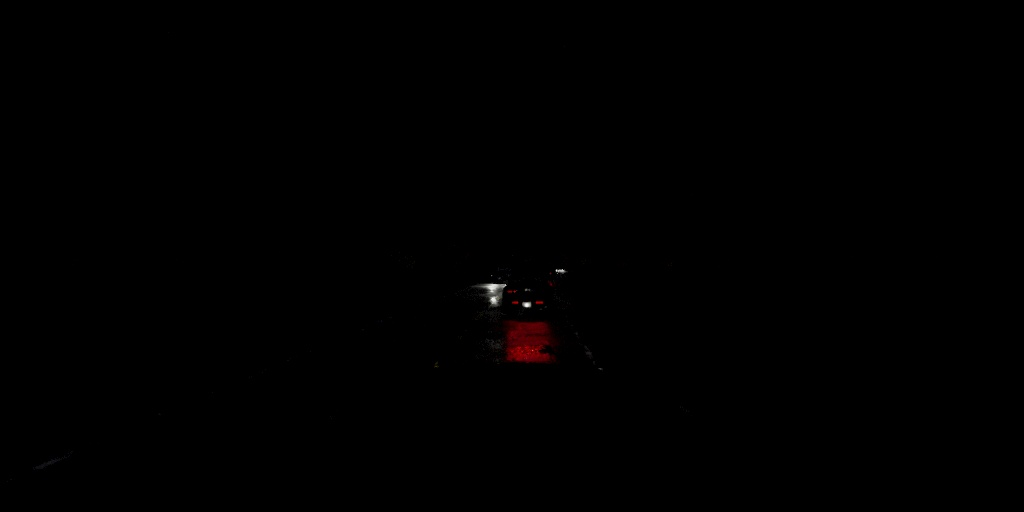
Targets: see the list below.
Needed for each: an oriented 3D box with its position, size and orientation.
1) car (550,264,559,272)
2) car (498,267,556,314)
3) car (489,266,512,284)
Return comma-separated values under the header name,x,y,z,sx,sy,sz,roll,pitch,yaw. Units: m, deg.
name,x,y,z,sx,sy,sz,roll,pitch,yaw
car,3.461,1.725,36.493,1.895,1.301,4.718,0,-1,10
car,0.675,1.396,14.551,1.837,1.490,4.892,0,0,4
car,-0.648,1.591,31.304,1.812,1.442,4.674,0,-1,9
